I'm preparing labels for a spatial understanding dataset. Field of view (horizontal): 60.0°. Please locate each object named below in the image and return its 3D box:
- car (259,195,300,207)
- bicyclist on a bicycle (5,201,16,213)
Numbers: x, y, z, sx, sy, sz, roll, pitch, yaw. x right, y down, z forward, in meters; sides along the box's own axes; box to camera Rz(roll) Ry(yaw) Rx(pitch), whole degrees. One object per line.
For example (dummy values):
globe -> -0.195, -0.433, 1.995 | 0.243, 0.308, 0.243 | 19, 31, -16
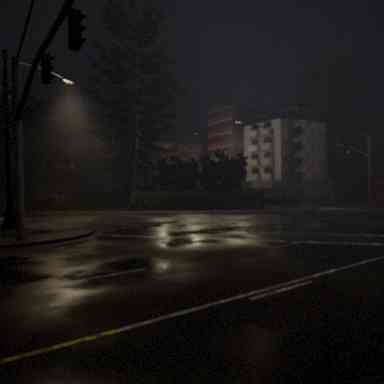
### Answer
car -> 9.977, 0.978, 38.048 | 1.895, 1.301, 4.718 | -2, 1, -35
bicyclist on a bicycle -> -18.109, 1.313, 33.200 | 0.582, 1.620, 1.656 | -1, 1, 9
